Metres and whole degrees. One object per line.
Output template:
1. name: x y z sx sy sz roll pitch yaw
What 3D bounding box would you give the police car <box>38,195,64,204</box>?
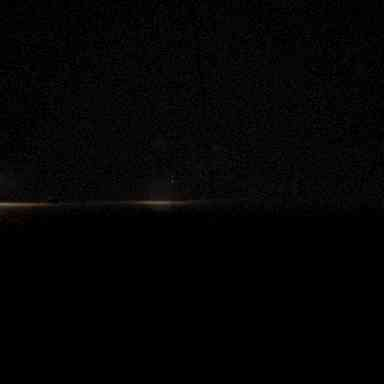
1. police car: -28.823 1.523 68.046 1.930 1.638 5.238 2 0 36
